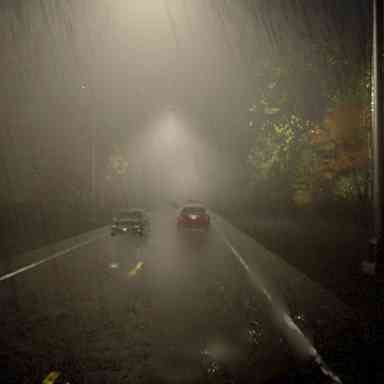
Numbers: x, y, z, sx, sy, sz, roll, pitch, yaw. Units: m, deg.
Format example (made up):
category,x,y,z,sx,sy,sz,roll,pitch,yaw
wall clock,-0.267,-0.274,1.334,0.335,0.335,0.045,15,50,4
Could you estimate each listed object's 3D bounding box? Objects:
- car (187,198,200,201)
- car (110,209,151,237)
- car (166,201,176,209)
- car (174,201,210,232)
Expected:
category,x,y,z,sx,sy,sz,roll,pitch,yaw
car,0.135,1.858,43.988,2.150,2.045,5.566,0,-1,0
car,-3.584,1.806,20.138,1.837,1.490,4.892,0,-1,0
car,-3.488,2.378,60.633,1.837,1.490,4.892,0,-1,1
car,0.119,1.691,22.896,2.097,1.767,4.553,0,-1,0
